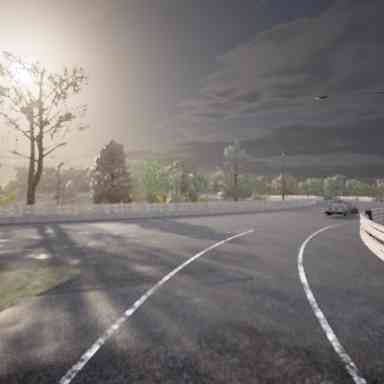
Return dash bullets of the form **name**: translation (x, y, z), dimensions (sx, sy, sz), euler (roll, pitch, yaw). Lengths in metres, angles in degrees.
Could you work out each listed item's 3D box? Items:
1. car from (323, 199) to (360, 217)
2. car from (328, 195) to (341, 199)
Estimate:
- **car**: translation (14.882, 1.678, 32.819), dimensions (2.033, 1.411, 5.357), euler (0, 0, 43)
- **car**: translation (26.784, 1.747, 61.374), dimensions (1.837, 1.490, 4.892), euler (1, 0, 28)
